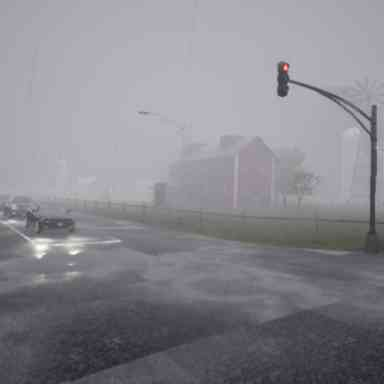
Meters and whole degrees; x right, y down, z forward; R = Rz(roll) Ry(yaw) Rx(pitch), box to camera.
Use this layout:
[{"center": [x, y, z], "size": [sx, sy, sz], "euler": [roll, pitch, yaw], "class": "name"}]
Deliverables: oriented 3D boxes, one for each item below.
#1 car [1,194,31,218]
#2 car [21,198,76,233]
[{"center": [-13.792, 1.140, 26.933], "size": [2.097, 1.767, 4.553], "euler": [2, -1, -35], "class": "car"}, {"center": [-8.110, 1.354, 18.917], "size": [1.882, 1.535, 5.008], "euler": [2, -1, -35], "class": "car"}]
